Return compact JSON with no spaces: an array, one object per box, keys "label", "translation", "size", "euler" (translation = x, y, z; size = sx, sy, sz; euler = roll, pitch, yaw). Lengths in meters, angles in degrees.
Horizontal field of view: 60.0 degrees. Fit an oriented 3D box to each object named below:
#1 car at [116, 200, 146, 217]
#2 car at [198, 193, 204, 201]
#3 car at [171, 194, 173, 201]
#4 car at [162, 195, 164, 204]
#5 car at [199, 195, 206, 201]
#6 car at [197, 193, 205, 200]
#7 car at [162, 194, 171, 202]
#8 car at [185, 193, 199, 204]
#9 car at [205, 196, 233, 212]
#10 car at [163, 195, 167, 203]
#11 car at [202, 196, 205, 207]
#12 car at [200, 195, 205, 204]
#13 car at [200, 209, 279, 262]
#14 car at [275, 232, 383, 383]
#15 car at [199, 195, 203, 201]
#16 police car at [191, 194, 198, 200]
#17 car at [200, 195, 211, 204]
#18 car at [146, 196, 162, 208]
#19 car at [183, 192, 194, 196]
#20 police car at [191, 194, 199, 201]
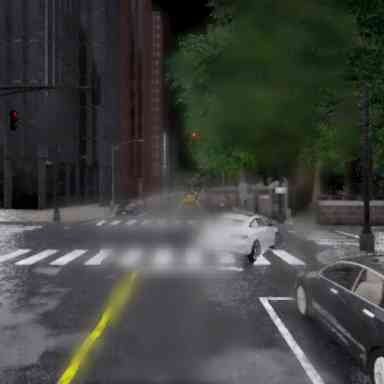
[{"label":"car","translation":[-5.859,1.549,31.204],"size":[1.947,1.339,4.313],"euler":[0,0,0]},{"label":"car","translation":[2.582,1.431,58.522],"size":[1.967,1.590,4.097],"euler":[0,0,0]},{"label":"car","translation":[-5.995,1.310,74.860],"size":[2.192,1.841,5.009],"euler":[0,0,0]},{"label":"car","translation":[-5.927,1.570,53.032],"size":[1.802,1.307,4.206],"euler":[0,0,0]},{"label":"car","translation":[2.513,1.524,80.518],"size":[1.752,1.417,4.829],"euler":[0,0,0]},{"label":"car","translation":[2.479,1.321,91.261],"size":[2.192,1.841,5.009],"euler":[0,0,0]},{"label":"car","translation":[-5.978,1.575,69.403],"size":[1.802,1.307,4.206],"euler":[0,0,0]},{"label":"car","translation":[-0.140,1.469,61.090],"size":[1.882,1.535,5.008],"euler":[0,0,0]},{"label":"car","translation":[2.666,1.299,31.240],"size":[2.192,1.841,5.009],"euler":[0,0,0]},{"label":"car","translation":[-5.944,1.572,58.489],"size":[1.802,1.307,4.206],"euler":[0,0,0]},{"label":"car","translation":[2.632,1.552,42.153],"size":[1.947,1.339,4.313],"euler":[0,0,0]},{"label":"car","translation":[2.615,1.538,47.609],"size":[2.008,1.369,4.403],"euler":[0,0,0]},{"label":"car","translation":[1.878,1.531,12.236],"size":[1.812,1.442,4.674],"euler":[-1,0,28]},{"label":"car","translation":[2.750,1.547,4.575],"size":[2.008,1.369,4.403],"euler":[0,0,0]},{"label":"car","translation":[2.598,1.540,53.066],"size":[2.008,1.369,4.403],"euler":[0,0,0]},{"label":"police car","translation":[0.597,1.432,92.000],"size":[1.930,1.638,5.238],"euler":[0,0,0]},{"label":"car","translation":[2.565,1.432,63.979],"size":[1.967,1.590,4.097],"euler":[0,0,0]},{"label":"car","translation":[-5.910,1.538,47.575],"size":[2.008,1.369,4.403],"euler":[0,0,0]},{"label":"car","translation":[-0.221,1.088,71.383],"size":[2.150,2.045,5.566],"euler":[0,0,0]},{"label":"police car","translation":[0.646,1.425,82.000],"size":[1.930,1.638,5.238],"euler":[0,0,0]}]
